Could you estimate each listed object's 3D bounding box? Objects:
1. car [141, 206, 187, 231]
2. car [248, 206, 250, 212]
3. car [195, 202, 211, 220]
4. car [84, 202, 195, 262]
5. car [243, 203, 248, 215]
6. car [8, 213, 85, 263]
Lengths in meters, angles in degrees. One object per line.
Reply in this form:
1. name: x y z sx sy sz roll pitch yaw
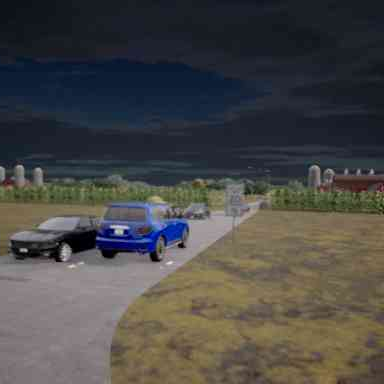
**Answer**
1. car: -1.914 1.852 24.340 1.837 1.490 4.892 1 -1 14
2. car: 8.024 2.470 52.323 2.033 1.411 5.357 1 -1 14
3. car: 0.565 1.880 34.210 2.097 1.767 4.553 1 -1 14
4. car: -1.721 1.433 13.358 2.150 2.045 5.566 1 -1 14
5. car: 5.624 2.350 42.544 1.895 1.301 4.718 1 -1 14
6. car: -4.719 1.612 12.868 1.882 1.535 5.008 1 -1 13
